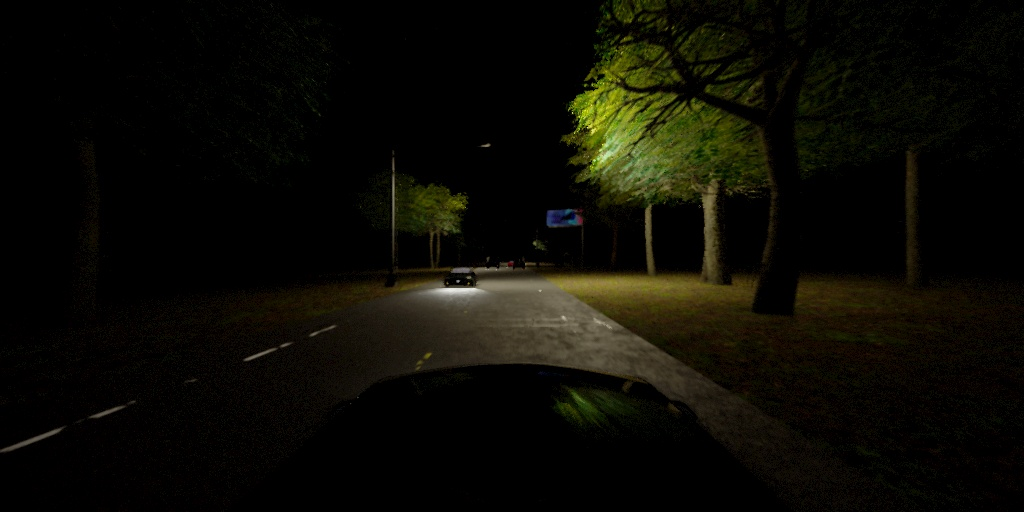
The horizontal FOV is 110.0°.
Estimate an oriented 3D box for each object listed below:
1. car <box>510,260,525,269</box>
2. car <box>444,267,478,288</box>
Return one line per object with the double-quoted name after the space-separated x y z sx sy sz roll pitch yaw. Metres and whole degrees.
1.231 1.484 65.027 2.097 1.767 4.553 0 -1 0 "car"
-3.593 1.500 25.828 1.994 1.385 4.181 0 0 0 "car"
